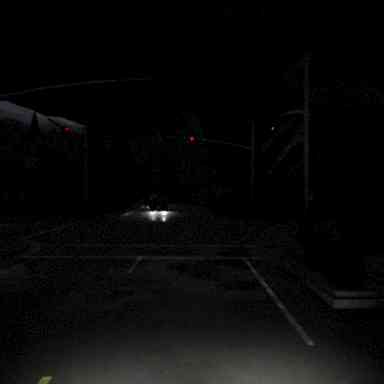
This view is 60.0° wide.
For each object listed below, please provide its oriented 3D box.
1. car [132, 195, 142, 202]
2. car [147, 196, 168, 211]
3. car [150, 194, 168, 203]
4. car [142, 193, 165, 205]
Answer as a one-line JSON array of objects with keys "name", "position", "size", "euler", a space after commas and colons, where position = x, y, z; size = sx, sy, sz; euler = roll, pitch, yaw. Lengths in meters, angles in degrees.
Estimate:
[{"name": "car", "position": [-12.386, 1.374, 74.473], "size": [4.902, 1.511, 2.128], "euler": [0, 0, 42]}, {"name": "car", "position": [-3.805, 1.508, 38.621], "size": [1.994, 1.385, 4.181], "euler": [0, 0, -3]}, {"name": "car", "position": [-6.633, 1.257, 66.170], "size": [2.097, 1.767, 4.553], "euler": [0, 0, -27]}, {"name": "car", "position": [-6.461, 1.144, 55.973], "size": [2.150, 2.045, 5.566], "euler": [0, 0, -17]}]
